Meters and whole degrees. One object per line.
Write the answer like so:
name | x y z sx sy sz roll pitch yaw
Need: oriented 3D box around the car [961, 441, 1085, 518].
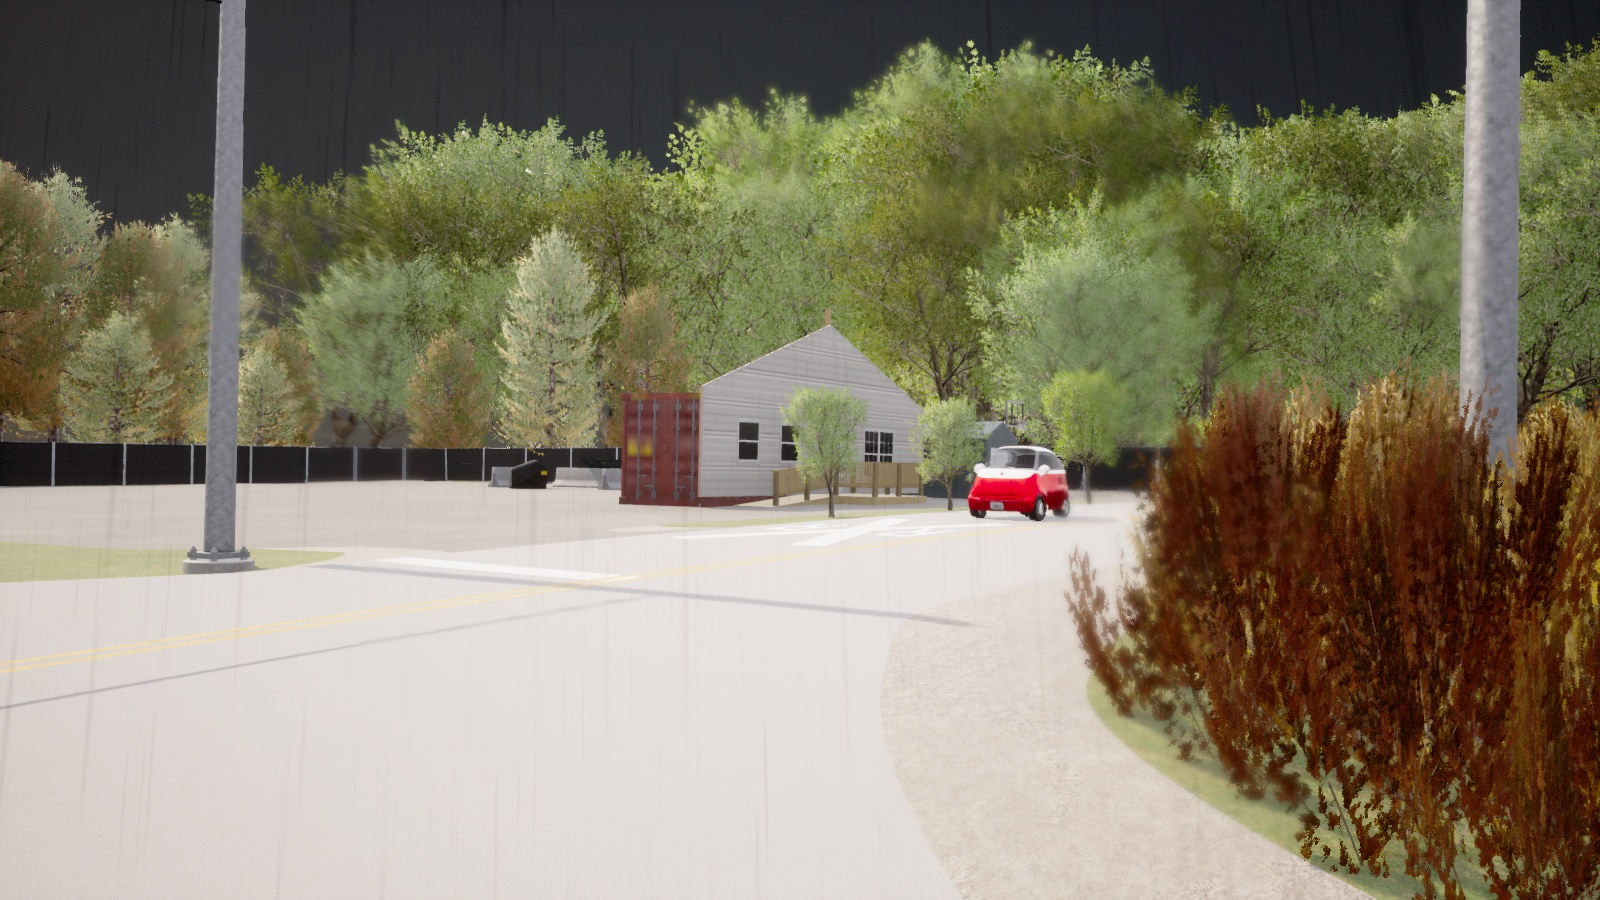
car | 4.224 0.528 23.663 1.481 1.376 2.207 0 0 37
